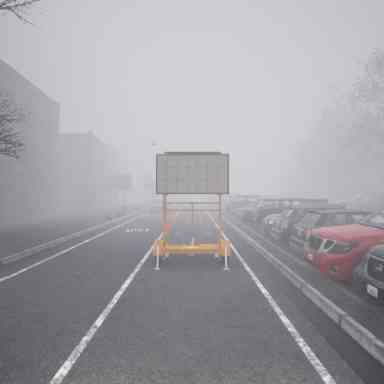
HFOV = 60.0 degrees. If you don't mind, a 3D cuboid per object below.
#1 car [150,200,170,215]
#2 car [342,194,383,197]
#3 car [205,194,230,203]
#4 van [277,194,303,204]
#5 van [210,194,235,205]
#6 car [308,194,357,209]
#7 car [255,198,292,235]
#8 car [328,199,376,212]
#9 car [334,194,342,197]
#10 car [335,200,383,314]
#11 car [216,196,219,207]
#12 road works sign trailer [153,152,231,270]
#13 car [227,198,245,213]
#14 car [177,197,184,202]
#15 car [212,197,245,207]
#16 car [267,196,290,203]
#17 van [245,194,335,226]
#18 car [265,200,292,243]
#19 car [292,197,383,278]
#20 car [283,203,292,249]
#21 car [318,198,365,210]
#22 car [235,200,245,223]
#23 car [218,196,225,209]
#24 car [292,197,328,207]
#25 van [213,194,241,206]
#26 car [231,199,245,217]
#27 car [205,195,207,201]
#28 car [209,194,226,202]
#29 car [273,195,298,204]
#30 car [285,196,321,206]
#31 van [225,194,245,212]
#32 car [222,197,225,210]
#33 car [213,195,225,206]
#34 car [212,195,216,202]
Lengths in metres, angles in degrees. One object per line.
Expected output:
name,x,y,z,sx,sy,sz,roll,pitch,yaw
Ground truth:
car,-3.272,1.547,34.870,1.812,1.442,4.674,0,0,0
car,18.758,1.241,33.712,5.566,2.045,2.435,0,0,0
car,5.792,1.387,75.404,5.566,2.045,2.435,0,0,0
van,18.934,1.346,64.226,4.442,1.987,1.878,0,0,0
van,5.617,1.335,61.389,4.442,1.987,1.878,0,0,0
car,18.768,1.254,44.729,5.566,2.045,2.435,0,0,0
car,5.724,1.360,16.538,4.553,1.767,2.185,0,0,0
car,18.789,1.535,39.281,4.674,1.452,2.002,0,0,0
car,18.760,1.241,36.374,5.566,2.045,2.435,0,0,0
car,5.654,1.232,5.325,5.566,2.045,2.435,0,0,0
car,5.706,1.493,38.961,5.008,1.535,2.097,0,0,0
road works sign trailer,0.016,0.473,11.049,2.380,3.560,2.880,0,0,1
car,5.673,1.519,27.751,4.792,1.488,2.163,0,0,0
car,-3.056,1.911,87.543,1.895,1.301,4.718,0,-1,0
car,5.718,1.531,52.978,5.008,1.535,2.097,0,0,0
car,18.838,1.657,72.574,4.674,1.452,2.002,0,0,0
van,5.578,1.261,19.342,4.442,1.987,1.878,0,0,0
car,5.659,1.360,13.735,4.553,1.767,2.185,0,0,0
car,5.657,1.232,8.129,5.566,2.045,2.435,0,0,0
car,5.656,1.359,10.932,4.553,1.767,2.185,0,0,0
car,18.788,1.500,41.942,5.008,1.535,2.097,0,0,0
car,5.692,1.487,22.145,5.008,1.535,2.097,0,0,0
car,5.895,1.489,36.161,5.366,1.575,1.946,0,0,0
car,18.798,1.533,53.082,5.008,1.535,2.097,0,0,0
van,5.843,1.315,55.782,4.442,1.987,1.878,0,0,0
car,5.670,1.518,24.948,4.792,1.488,2.163,0,0,0
car,5.772,1.333,66.994,5.566,2.045,2.435,0,0,0
car,5.750,1.270,50.175,5.566,2.045,2.435,0,0,0
car,18.792,1.459,67.006,4.553,1.767,2.185,0,0,0
car,18.621,1.540,55.868,5.366,1.575,1.946,0,0,0
van,5.588,1.264,30.555,4.442,1.987,1.878,0,0,0
car,5.736,1.520,33.358,4.792,1.488,2.163,0,0,0
car,5.687,1.534,44.569,4.792,1.488,2.163,0,0,0
car,5.714,1.513,47.367,4.892,1.521,2.231,0,0,0
